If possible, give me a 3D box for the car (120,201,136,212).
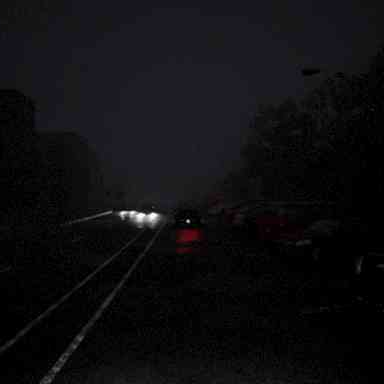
[{"bbox_3d":[-8.404,1.869,44.530,1.994,1.385,4.181,0,0,-3],"label":"car"}]

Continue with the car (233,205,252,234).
[{"bbox_3d":[5.089,1.632,17.968,5.008,1.535,2.097,1,-1,-22],"label":"car"}]

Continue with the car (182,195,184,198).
[{"bbox_3d":[1.006,2.069,80.165,5.008,1.535,2.097,1,-1,-26],"label":"car"}]

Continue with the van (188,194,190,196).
[{"bbox_3d":[2.023,1.761,71.355,4.442,1.987,1.878,1,-1,-26],"label":"van"}]

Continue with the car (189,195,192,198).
[{"bbox_3d":[2.429,1.807,65.373,4.553,1.767,2.185,1,-1,-25],"label":"car"}]

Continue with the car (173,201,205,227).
[{"bbox_3d":[-0.327,1.692,24.557,1.837,1.490,4.892,0,0,-2],"label":"car"}]

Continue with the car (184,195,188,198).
[{"bbox_3d":[1.335,2.041,77.205,5.008,1.535,2.097,1,0,-26],"label":"car"}]

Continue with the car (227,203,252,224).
[{"bbox_3d":[5.194,1.650,21.005,5.366,1.575,1.946,1,-1,-22],"label":"car"}]

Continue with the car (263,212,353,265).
[{"bbox_3d":[5.212,1.630,12.024,4.674,1.452,2.002,1,0,-21],"label":"car"}]

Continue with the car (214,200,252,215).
[{"bbox_3d":[4.719,1.736,29.804,4.674,1.452,2.002,1,-1,-23],"label":"car"}]

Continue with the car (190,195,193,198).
[{"bbox_3d":[2.707,1.908,62.420,5.008,1.535,2.097,1,-1,-25],"label":"car"}]

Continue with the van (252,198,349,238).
[{"bbox_3d":[5.269,1.388,15.045,4.442,1.987,1.878,1,-1,-21],"label":"van"}]

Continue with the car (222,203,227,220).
[{"bbox_3d":[4.923,1.707,23.906,4.674,1.452,2.002,1,-1,-22],"label":"car"}]

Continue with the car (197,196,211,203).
[{"bbox_3d":[4.016,1.528,44.656,5.566,2.045,2.435,1,-1,-24],"label":"car"}]

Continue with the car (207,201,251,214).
[{"bbox_3d":[4.318,1.783,38.706,4.674,1.452,2.002,1,0,-23],"label":"car"}]

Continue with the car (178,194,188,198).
[{"bbox_3d":[-0.343,2.175,91.970,4.892,1.521,2.231,1,0,-27],"label":"car"}]

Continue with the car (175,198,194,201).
[{"bbox_3d":[-1.121,1.845,42.179,1.994,1.385,4.181,0,0,-3],"label":"car"}]

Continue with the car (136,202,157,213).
[{"bbox_3d":[-5.415,1.882,41.337,1.895,1.301,4.718,0,0,-3],"label":"car"}]

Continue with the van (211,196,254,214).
[{"bbox_3d":[4.495,1.483,32.725,4.442,1.987,1.878,1,0,-23],"label":"van"}]

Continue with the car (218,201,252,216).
[{"bbox_3d":[4.810,1.722,26.851,4.674,1.452,2.002,0,0,-22],"label":"car"}]

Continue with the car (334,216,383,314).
[{"bbox_3d":[5.251,1.417,6.075,4.553,1.767,2.185,1,-1,-21],"label":"car"}]

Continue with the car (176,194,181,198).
[{"bbox_3d":[-0.697,1.934,94.941,5.566,2.045,2.435,1,0,-28],"label":"car"}]

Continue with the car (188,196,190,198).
[{"bbox_3d":[2.203,1.959,68.336,5.008,1.535,2.097,1,0,-25],"label":"car"}]

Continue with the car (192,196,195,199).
[{"bbox_3d":[2.927,1.914,59.445,4.792,1.488,2.163,1,0,-25],"label":"car"}]

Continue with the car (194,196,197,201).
[{"bbox_3d":[3.414,1.841,53.530,4.892,1.521,2.231,1,0,-24],"label":"car"}]

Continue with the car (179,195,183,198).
[{"bbox_3d":[0.002,2.152,89.020,5.008,1.535,2.097,1,-1,-27],"label":"car"}]

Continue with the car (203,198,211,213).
[{"bbox_3d":[4.293,1.721,35.666,5.366,1.575,1.946,1,0,-23],"label":"car"}]
